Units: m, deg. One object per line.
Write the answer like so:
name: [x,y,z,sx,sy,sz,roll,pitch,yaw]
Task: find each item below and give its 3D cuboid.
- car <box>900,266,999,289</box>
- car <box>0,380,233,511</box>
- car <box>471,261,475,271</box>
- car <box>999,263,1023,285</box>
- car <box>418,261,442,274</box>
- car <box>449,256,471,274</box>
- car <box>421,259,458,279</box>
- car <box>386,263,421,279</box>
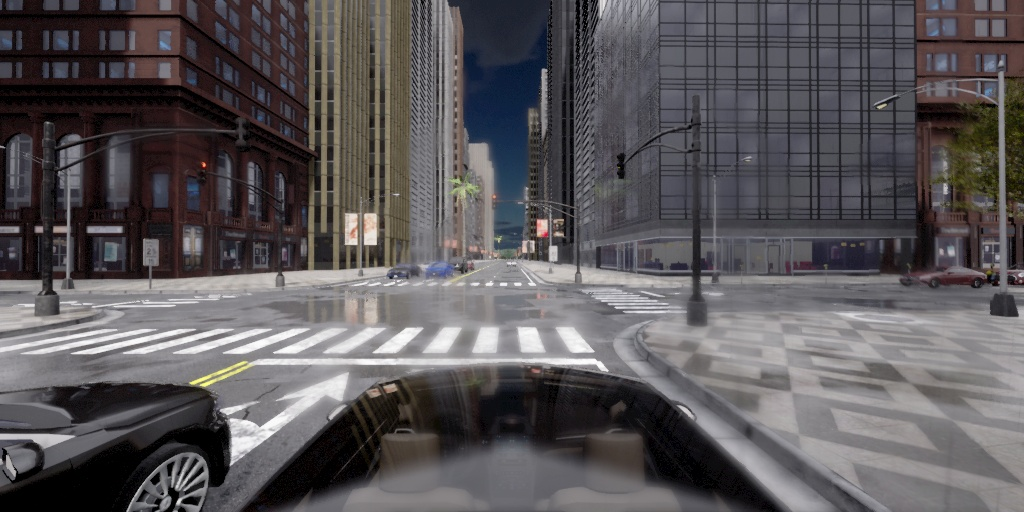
car: [26.426,1.275,21.987,4.207,1.307,1.802,0,0,-1]
car: [-3.137,1.241,0.886,2.128,1.511,4.902,0,0,-1]
car: [-6.681,1.410,53.923,1.812,1.442,4.674,0,0,0]
car: [32.064,1.117,22.086,4.097,1.591,1.967,0,0,-1]
car: [-9.933,1.370,43.680,1.812,1.442,4.674,0,0,0]
car: [-6.678,1.066,43.633,2.150,2.045,5.566,0,0,0]
car: [-6.658,1.290,33.525,1.882,1.535,5.008,0,0,2]
car: [-9.878,1.360,33.493,2.033,1.411,5.357,0,0,3]
